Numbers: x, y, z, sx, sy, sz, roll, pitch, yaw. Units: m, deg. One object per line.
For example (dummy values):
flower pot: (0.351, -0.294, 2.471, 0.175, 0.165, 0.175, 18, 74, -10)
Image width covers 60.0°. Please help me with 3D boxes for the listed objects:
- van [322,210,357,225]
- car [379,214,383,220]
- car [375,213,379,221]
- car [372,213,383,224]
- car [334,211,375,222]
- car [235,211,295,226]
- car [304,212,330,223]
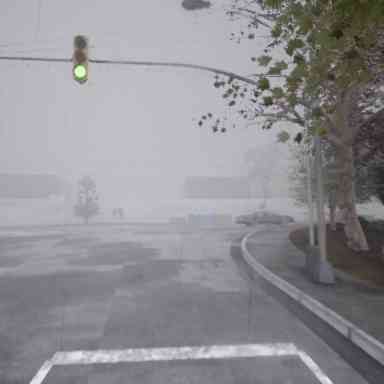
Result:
van: (22.247, 3.859, 50.308, 1.878, 1.987, 4.442, 3, -8, -28)
car: (28.010, 4.083, 51.388, 1.946, 1.575, 5.366, 2, -8, -28)
car: (25.131, 4.113, 50.825, 2.163, 1.488, 4.792, 2, -8, -28)
car: (31.053, 4.051, 51.641, 2.231, 1.521, 4.892, 2, -8, -28)
car: (21.952, 3.637, 45.340, 4.181, 1.385, 1.994, 0, -6, -8)
car: (6.788, 2.479, 31.170, 5.357, 1.411, 2.033, -1, -6, -8)
car: (19.332, 4.089, 49.801, 1.946, 1.575, 5.366, 3, -8, -28)
